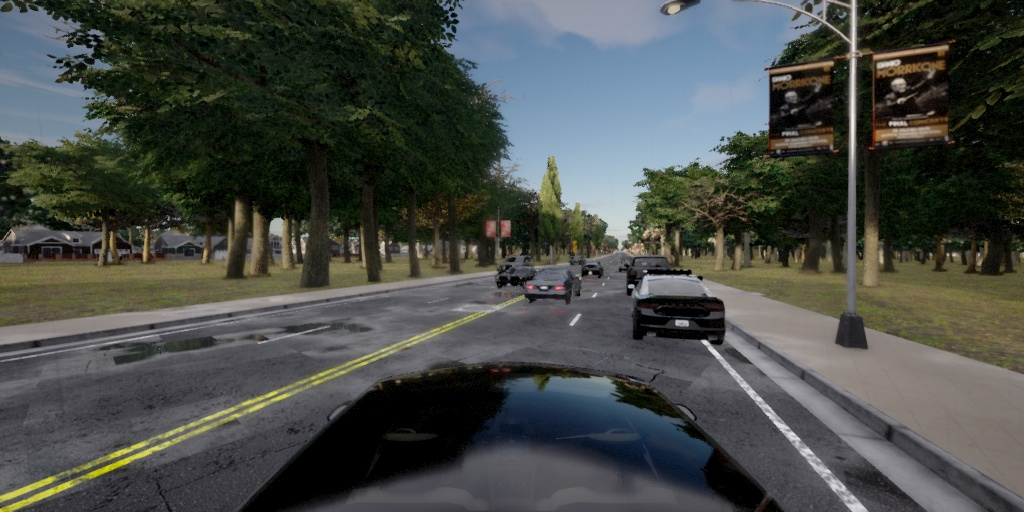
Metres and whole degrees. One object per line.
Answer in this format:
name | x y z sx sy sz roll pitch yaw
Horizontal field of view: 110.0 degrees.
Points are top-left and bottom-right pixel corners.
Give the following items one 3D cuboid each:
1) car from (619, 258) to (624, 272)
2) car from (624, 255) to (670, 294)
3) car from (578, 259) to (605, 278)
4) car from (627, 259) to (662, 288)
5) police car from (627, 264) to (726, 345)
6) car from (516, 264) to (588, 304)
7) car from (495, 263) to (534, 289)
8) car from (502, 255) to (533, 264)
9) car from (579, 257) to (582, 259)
car | 14.607 1.313 45.440 1.994 1.385 4.181 0 0 19
car | 7.277 0.969 19.257 2.150 2.045 5.566 0 0 18
car | 7.735 1.249 34.298 1.837 1.490 4.892 0 0 18
car | 9.077 1.096 24.919 2.097 1.767 4.553 0 0 18
police car | 4.267 1.172 9.805 1.930 1.638 5.238 0 0 18
car | 2.030 1.292 16.378 2.033 1.411 5.357 0 0 18
car | 0.483 1.345 22.898 1.895 1.301 4.718 0 0 18
car | 0.546 0.967 33.812 2.150 2.045 5.566 0 0 18
car | 13.447 1.233 63.471 1.882 1.535 5.008 0 0 18
